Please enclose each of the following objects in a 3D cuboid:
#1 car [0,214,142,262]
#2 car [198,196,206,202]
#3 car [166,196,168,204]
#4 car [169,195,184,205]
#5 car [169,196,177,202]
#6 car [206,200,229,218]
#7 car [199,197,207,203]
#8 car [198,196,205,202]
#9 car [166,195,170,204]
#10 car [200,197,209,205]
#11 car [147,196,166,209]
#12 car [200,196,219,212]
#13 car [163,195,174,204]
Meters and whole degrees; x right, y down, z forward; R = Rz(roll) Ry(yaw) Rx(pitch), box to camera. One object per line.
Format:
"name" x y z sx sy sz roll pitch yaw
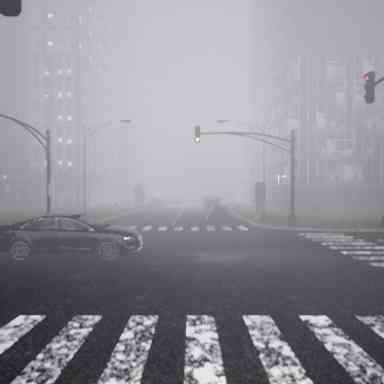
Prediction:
"car" -4.256 1.550 11.825 4.902 1.511 2.128 0 0 0
"car" 2.612 1.912 86.860 1.752 1.417 4.829 -1 0 0
"car" -5.290 1.827 53.523 1.802 1.307 4.206 -1 0 0
"car" -2.708 1.641 63.714 2.097 1.767 4.553 0 0 0
"car" -5.266 1.849 92.195 1.967 1.590 4.097 -1 0 0
"car" 2.543 1.728 31.445 1.802 1.307 4.206 -1 0 0
"car" 2.609 1.945 81.165 1.802 1.307 4.206 -1 0 0
"car" 2.616 1.953 92.214 1.887 1.381 4.507 -1 0 0
"car" -5.281 1.756 70.097 1.967 1.590 4.097 -1 0 0
"car" 2.601 1.861 70.116 1.887 1.381 4.507 -1 0 0
"car" -5.295 1.661 47.999 1.967 1.590 4.097 -1 0 0
"car" 2.567 1.512 42.495 2.192 1.841 5.009 -1 0 0
"car" -5.279 1.655 75.623 2.192 1.841 5.009 -1 0 0
